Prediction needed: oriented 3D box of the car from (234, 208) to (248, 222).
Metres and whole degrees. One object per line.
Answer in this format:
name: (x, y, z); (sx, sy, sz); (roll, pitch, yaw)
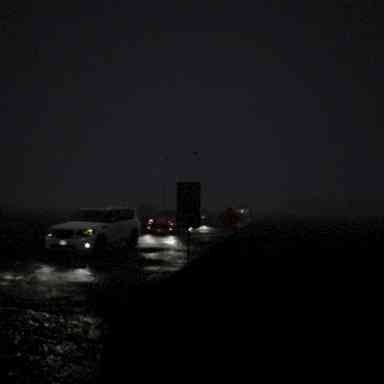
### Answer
car: (5.627, 3.084, 42.360); (1.895, 1.301, 4.718); (0, -2, 15)

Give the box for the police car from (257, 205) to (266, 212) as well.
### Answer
police car: (19.124, 4.622, 92.106); (1.930, 1.638, 5.238); (0, -2, 14)

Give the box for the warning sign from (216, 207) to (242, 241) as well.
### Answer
warning sign: (2.147, 1.780, 18.970); (1.300, 1.860, 1.060); (1, -1, 14)

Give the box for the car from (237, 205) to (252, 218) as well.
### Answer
car: (8.113, 3.054, 52.290); (2.150, 2.045, 5.566); (0, -2, 14)

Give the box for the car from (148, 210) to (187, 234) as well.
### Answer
car: (-1.727, 2.179, 25.251); (2.097, 1.767, 4.553); (0, -2, 14)

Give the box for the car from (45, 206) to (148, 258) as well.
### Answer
car: (-4.250, 1.683, 15.364); (2.150, 2.045, 5.566); (0, -2, 14)

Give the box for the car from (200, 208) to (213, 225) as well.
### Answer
car: (0.897, 2.551, 35.485); (2.097, 1.767, 4.553); (0, -2, 14)
